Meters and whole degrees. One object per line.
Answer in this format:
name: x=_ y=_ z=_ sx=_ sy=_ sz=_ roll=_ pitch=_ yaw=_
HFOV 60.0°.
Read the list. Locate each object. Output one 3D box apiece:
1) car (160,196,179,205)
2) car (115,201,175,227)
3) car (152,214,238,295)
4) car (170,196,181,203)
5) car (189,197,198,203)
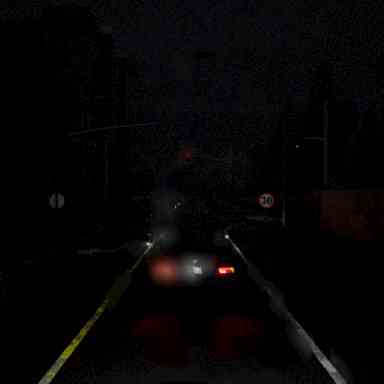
car: x=-3.495 y=1.491 z=48.300 sx=2.128 sy=1.511 sz=4.902 roll=0 pitch=0 yaw=0
car: x=-3.639 y=1.511 z=23.321 sx=1.837 sy=1.490 sz=4.892 roll=6 pitch=-4 yaw=-40
car: x=0.077 y=1.547 z=8.870 sx=2.033 sy=1.411 sz=5.357 roll=0 pitch=0 yaw=0
car: x=-3.359 y=1.547 z=68.884 sx=2.033 sy=1.411 sz=5.357 roll=0 pitch=0 yaw=0
car: x=0.244 y=1.601 z=69.643 sx=1.895 sy=1.301 sz=4.718 roll=0 pitch=0 yaw=0
